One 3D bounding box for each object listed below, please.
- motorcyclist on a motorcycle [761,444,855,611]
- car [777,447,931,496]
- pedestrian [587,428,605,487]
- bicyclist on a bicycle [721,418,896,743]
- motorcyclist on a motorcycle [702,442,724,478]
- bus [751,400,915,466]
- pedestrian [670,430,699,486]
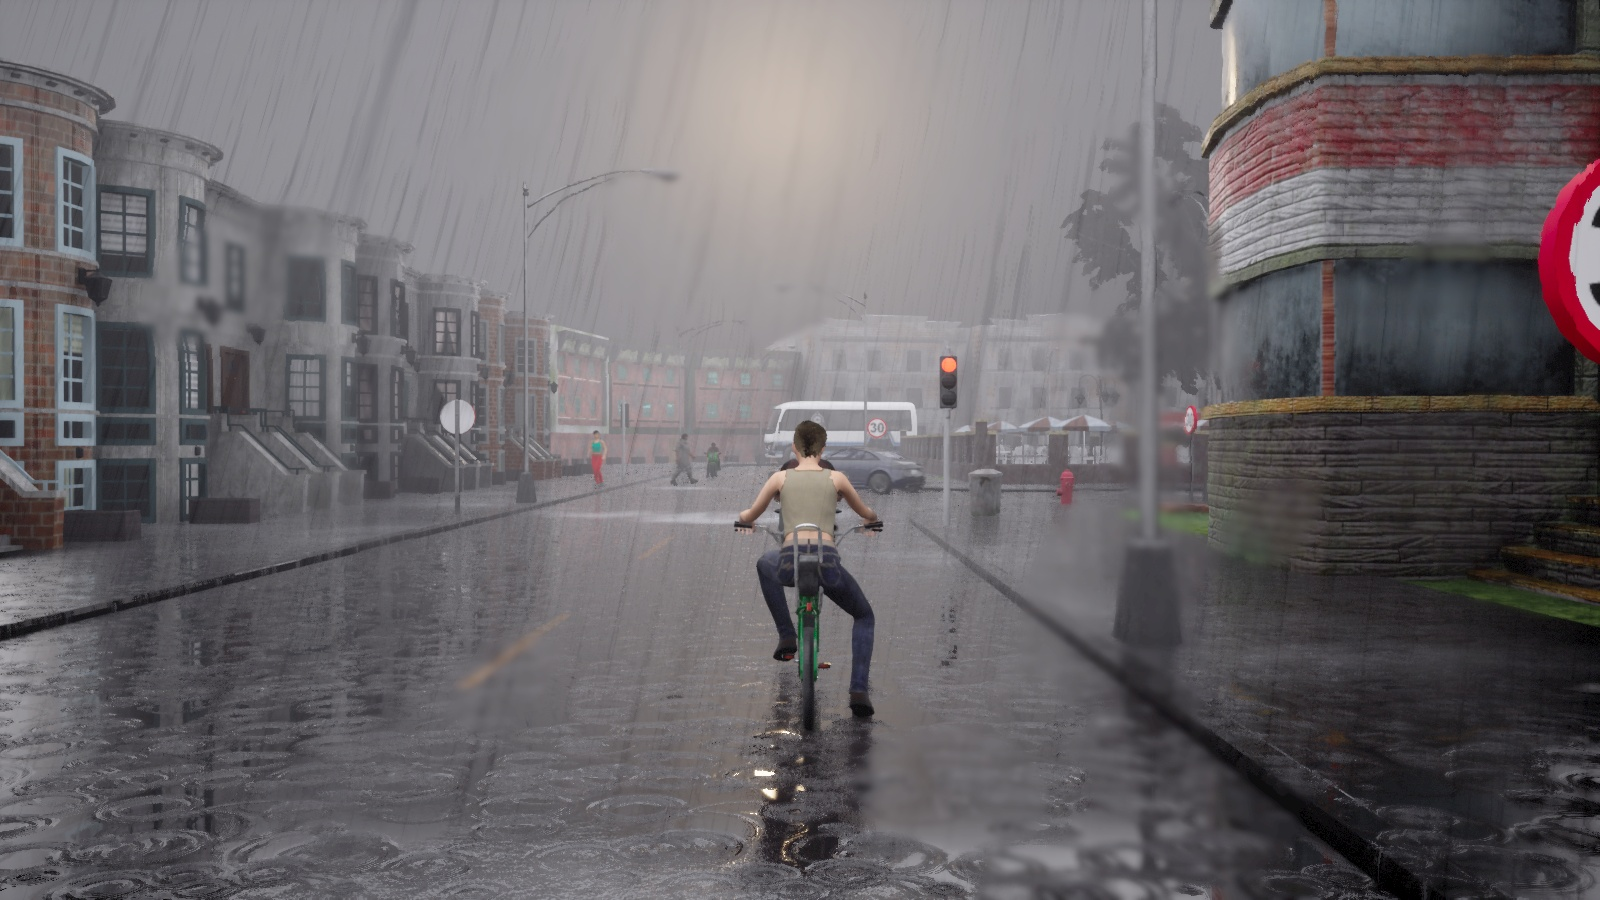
[{"bbox_3d":[0.080,0.710,12.643,0.866,1.530,2.191,0,0,0],"label":"motorcyclist on a motorcycle"},{"bbox_3d":[1.604,0.599,37.561,4.181,1.385,1.994,0,1,35],"label":"car"},{"bbox_3d":[-6.337,0.230,39.107,0.345,1.836,0.594,0,0,14],"label":"pedestrian"},{"bbox_3d":[0.047,0.644,6.991,0.866,1.612,1.509,0,0,0],"label":"bicyclist on a bicycle"},{"bbox_3d":[-3.723,0.420,54.162,0.797,1.523,2.044,0,0,0],"label":"motorcyclist on a motorcycle"},{"bbox_3d":[2.170,-1.107,83.728,10.273,4.253,3.944,0,1,-12],"label":"bus"},{"bbox_3d":[-4.075,0.285,44.259,0.873,1.952,0.659,0,0,12],"label":"pedestrian"}]
